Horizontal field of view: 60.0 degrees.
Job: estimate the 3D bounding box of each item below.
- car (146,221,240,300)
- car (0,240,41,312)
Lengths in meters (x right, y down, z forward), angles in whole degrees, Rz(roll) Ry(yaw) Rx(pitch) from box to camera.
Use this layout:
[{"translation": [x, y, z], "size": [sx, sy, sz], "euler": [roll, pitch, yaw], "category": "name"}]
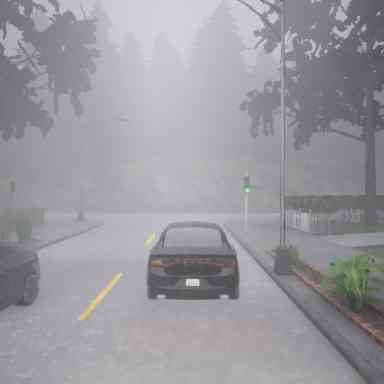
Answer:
[{"translation": [0.041, 1.478, 8.467], "size": [1.882, 1.535, 5.008], "euler": [0, 0, 1], "category": "car"}, {"translation": [-4.089, 1.526, 5.297], "size": [1.812, 1.442, 4.674], "euler": [0, 0, 0], "category": "car"}]
